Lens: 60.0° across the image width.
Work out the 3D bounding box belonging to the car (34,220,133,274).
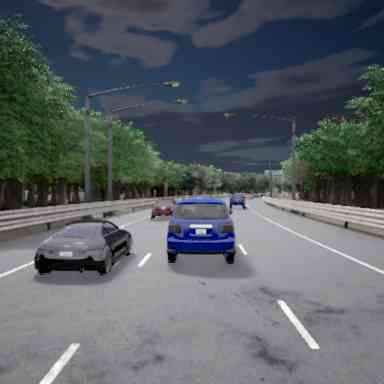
[{"bbox_3d":[-3.199,1.572,10.596,1.994,1.385,4.181,0,0,1],"label":"car"}]

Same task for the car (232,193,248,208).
[{"bbox_3d":[6.588,1.268,48.484,2.150,2.045,5.566,0,0,7],"label":"car"}]

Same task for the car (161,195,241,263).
[{"bbox_3d":[0.343,1.234,12.257,2.150,2.045,5.566,0,0,2],"label":"car"}]

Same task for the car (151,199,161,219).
[{"bbox_3d":[-2.209,1.378,29.527,2.097,1.767,4.553,0,0,4],"label":"car"}]

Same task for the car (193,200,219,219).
[{"bbox_3d":[1.340,1.522,30.124,2.128,1.511,4.902,0,0,4],"label":"car"}]

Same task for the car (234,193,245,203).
[{"bbox_3d":[10.534,1.284,73.614,2.150,2.045,5.566,0,0,11],"label":"car"}]
